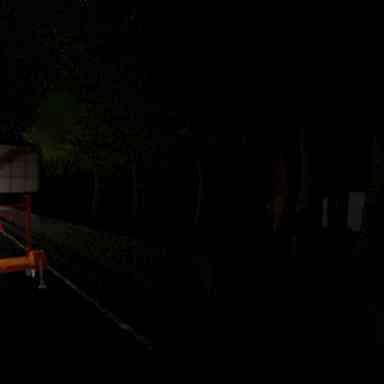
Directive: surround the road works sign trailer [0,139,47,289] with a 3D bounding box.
[{"bbox_3d":[-5.131,0.464,8.343,2.380,3.560,2.880,0,0,-36],"label":"road works sign trailer"}]
